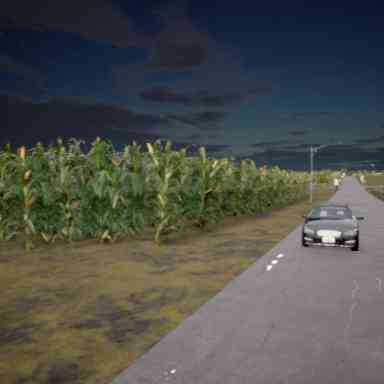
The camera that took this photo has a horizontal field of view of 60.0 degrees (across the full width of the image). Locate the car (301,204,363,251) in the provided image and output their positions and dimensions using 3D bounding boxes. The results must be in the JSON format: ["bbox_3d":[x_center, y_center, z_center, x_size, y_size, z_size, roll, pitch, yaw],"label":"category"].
[{"bbox_3d":[5.498,1.240,13.065,2.128,1.511,4.902,0,1,25],"label":"car"}]
